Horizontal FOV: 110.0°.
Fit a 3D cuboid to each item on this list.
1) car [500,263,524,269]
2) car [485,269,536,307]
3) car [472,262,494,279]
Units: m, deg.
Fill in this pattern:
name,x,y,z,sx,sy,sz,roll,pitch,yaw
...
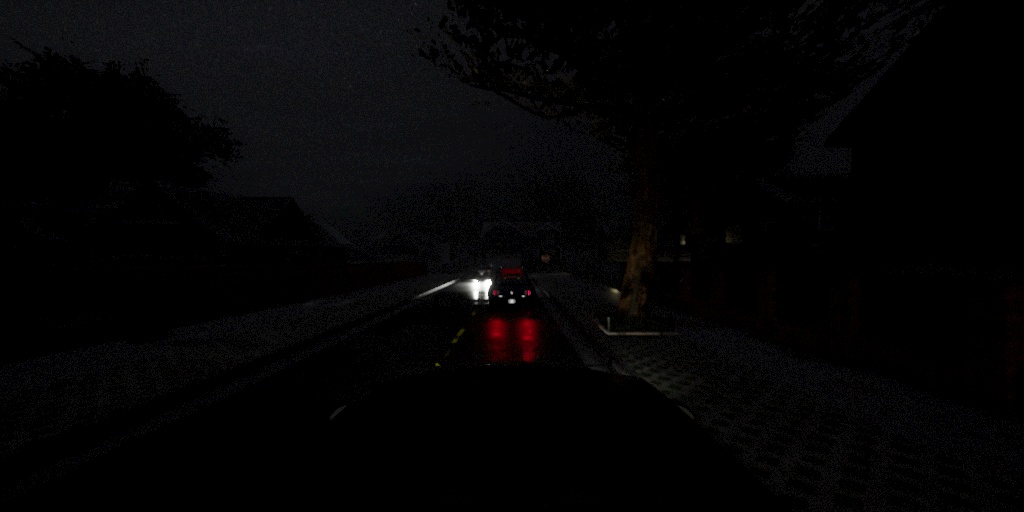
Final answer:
name,x,y,z,sx,sy,sz,roll,pitch,yaw
car,-0.002,1.353,31.272,1.882,1.535,5.008,0,0,0
car,-0.002,1.439,15.912,1.895,1.301,4.718,0,0,0
car,-2.764,1.378,35.256,2.128,1.511,4.902,0,0,0
